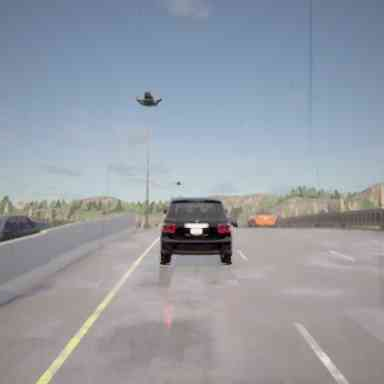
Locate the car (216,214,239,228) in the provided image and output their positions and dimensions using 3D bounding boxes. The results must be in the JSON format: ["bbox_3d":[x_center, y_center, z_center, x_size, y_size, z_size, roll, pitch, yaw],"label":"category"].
[{"bbox_3d":[3.695,3.163,35.542,1.994,1.385,4.181,0,-7,0],"label":"car"}]

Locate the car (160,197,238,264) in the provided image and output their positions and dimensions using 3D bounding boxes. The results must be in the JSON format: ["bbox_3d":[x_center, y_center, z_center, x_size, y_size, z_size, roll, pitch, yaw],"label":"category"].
[{"bbox_3d":[0.132,1.213,11.792,2.150,2.045,5.566,0,-1,0],"label":"car"}]

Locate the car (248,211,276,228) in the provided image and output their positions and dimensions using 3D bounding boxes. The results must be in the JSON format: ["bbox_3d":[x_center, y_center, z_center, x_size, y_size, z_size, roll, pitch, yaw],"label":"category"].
[{"bbox_3d":[7.192,2.853,34.679,2.097,1.767,4.553,0,-6,0],"label":"car"}]

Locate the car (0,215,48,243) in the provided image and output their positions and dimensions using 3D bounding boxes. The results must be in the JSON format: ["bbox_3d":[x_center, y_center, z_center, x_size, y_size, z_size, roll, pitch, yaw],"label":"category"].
[{"bbox_3d":[-7.005,1.544,11.956,2.033,1.411,5.357,0,-1,1],"label":"car"}]
